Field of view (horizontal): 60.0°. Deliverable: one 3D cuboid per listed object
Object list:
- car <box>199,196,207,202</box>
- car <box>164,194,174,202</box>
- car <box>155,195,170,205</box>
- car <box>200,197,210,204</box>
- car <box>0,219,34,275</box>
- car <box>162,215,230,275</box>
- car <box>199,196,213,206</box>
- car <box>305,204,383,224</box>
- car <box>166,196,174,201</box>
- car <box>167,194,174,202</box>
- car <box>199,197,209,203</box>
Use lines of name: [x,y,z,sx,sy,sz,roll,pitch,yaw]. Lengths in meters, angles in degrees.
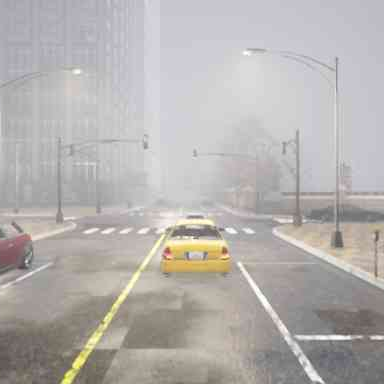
car: [2.669,1.750,85.080,1.887,1.381,4.507,0,0,0]
car: [-5.856,1.521,85.023,2.192,1.841,5.009,0,0,0]
car: [-5.851,1.736,62.780,1.947,1.339,4.313,0,0,0]
car: [2.673,1.727,68.398,1.887,1.381,4.507,0,0,0]
car: [-5.691,1.467,8.258,1.967,1.590,4.097,0,0,0]
car: [0.098,1.489,10.448,1.801,1.575,5.366,0,0,0]
car: [2.737,1.721,57.283,1.947,1.339,4.313,0,0,0]
car: [11.229,1.581,24.522,5.357,1.411,2.033,0,0,10]
car: [-5.858,1.773,90.584,1.947,1.339,4.313,0,0,0]
car: [-5.855,1.641,79.464,1.967,1.590,4.097,0,0,0]
car: [2.672,1.744,73.959,2.008,1.369,4.403,0,0,0]
